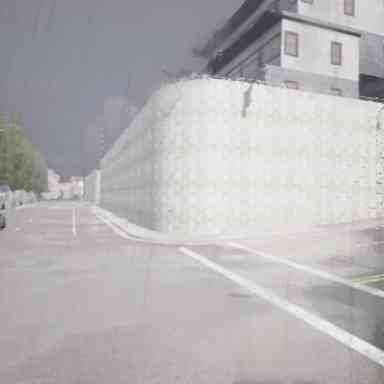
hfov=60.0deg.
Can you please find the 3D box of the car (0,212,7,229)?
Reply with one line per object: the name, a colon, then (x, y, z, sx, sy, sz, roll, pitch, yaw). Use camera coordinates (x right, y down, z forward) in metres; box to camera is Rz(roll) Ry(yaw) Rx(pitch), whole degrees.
car: (-12.504, 1.647, 19.985, 1.812, 1.442, 4.674, 1, -1, -20)
